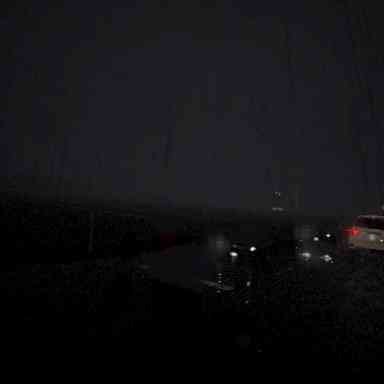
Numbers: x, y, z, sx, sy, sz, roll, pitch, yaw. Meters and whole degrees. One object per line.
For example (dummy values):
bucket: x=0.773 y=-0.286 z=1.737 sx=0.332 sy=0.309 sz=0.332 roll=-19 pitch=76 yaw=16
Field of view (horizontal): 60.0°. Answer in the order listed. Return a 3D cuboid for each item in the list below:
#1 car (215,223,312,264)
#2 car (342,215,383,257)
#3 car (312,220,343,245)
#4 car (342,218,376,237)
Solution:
car: x=3.166 y=2.064 z=14.425 sx=2.033 sy=1.411 sz=5.357 roll=3 pitch=-2 yaw=37
car: x=9.526 y=2.211 z=16.712 sx=2.150 sy=2.045 sz=5.566 roll=3 pitch=-2 yaw=38
car: x=9.278 y=2.646 z=22.515 sx=2.033 sy=1.411 sz=5.357 roll=3 pitch=-2 yaw=38
car: x=15.480 y=3.194 z=30.722 sx=1.837 sy=1.490 sz=4.892 roll=3 pitch=-2 yaw=38
